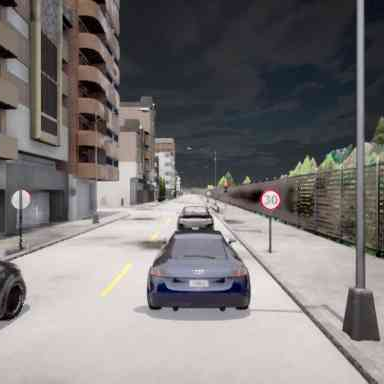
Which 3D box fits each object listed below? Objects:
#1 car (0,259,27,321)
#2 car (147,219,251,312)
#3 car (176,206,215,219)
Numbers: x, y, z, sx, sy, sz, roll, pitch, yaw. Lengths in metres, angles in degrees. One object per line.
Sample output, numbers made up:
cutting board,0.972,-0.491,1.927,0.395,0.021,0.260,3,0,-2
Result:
car,-4.083,1.564,4.510,1.994,1.385,4.181,0,0,0
car,0.131,1.564,7.819,1.994,1.385,4.181,0,0,0
car,0.185,1.491,17.734,2.128,1.511,4.902,0,0,1
